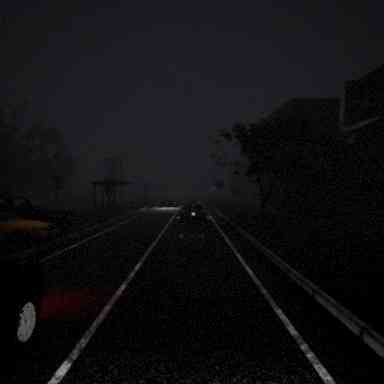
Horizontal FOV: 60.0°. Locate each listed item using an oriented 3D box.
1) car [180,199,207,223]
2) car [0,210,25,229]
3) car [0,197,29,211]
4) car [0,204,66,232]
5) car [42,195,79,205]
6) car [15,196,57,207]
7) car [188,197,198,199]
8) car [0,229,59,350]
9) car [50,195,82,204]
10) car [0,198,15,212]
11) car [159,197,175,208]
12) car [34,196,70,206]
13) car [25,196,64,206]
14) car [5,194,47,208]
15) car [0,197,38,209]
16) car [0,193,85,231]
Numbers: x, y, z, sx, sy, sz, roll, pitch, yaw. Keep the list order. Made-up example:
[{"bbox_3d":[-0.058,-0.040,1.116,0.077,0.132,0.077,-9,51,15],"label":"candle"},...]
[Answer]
[{"bbox_3d":[0.100,1.503,25.304,1.994,1.385,4.181,0,0,0],"label":"car"},{"bbox_3d":[-8.981,1.515,12.015,4.674,1.452,2.002,0,0,0],"label":"car"},{"bbox_3d":[-22.089,1.371,38.939,5.008,1.535,2.097,0,0,0],"label":"car"},{"bbox_3d":[-8.797,1.461,14.818,5.366,1.575,1.946,0,0,0],"label":"car"},{"bbox_3d":[-21.930,1.312,55.590,5.366,1.575,1.946,0,0,0],"label":"car"},{"bbox_3d":[-22.111,1.342,47.266,5.008,1.535,2.097,0,0,0],"label":"car"},{"bbox_3d":[0.104,1.374,41.559,1.812,1.442,4.674,0,0,0],"label":"car"},{"bbox_3d":[-3.350,1.475,3.430,1.882,1.535,5.008,0,0,0],"label":"car"},{"bbox_3d":[-22.149,1.336,58.367,4.792,1.488,2.163,0,0,0],"label":"car"},{"bbox_3d":[-22.087,1.422,36.162,4.674,1.452,2.002,0,0,0],"label":"car"},{"bbox_3d":[-3.335,1.375,45.274,1.994,1.385,4.181,0,1,0],"label":"car"},{"bbox_3d":[-22.141,1.353,52.816,4.792,1.488,2.163,0,0,0],"label":"car"},{"bbox_3d":[-22.103,1.334,50.041,4.892,1.521,2.231,0,0,0],"label":"car"},{"bbox_3d":[-22.133,1.226,44.490,4.553,1.767,2.185,0,0,0],"label":"car"},{"bbox_3d":[-22.095,1.402,41.715,4.674,1.452,2.002,0,0,0],"label":"car"},{"bbox_3d":[-8.957,1.202,17.621,5.566,2.045,2.435,0,0,0],"label":"car"}]
